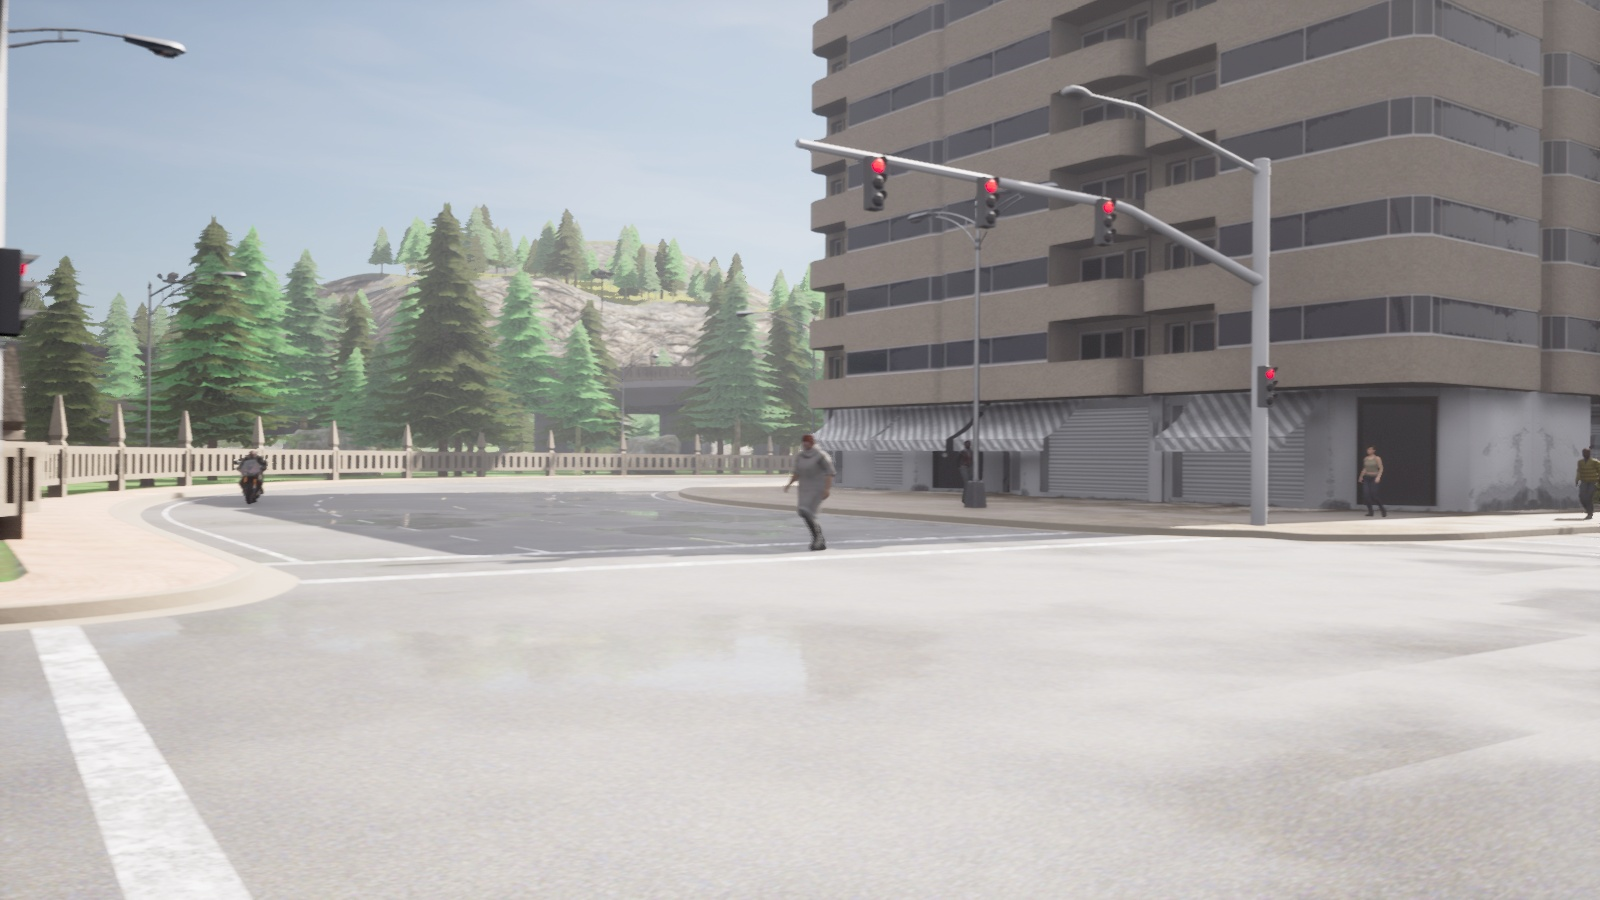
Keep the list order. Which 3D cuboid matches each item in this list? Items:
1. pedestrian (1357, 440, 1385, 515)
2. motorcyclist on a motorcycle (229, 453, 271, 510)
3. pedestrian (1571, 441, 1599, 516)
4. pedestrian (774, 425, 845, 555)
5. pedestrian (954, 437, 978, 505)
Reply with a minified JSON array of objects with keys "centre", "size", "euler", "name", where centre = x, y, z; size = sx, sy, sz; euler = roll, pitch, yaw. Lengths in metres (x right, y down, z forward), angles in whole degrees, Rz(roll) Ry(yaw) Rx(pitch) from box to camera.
[{"centre":[14.086,0.666,30.995],"size":[0.594,1.836,0.345],"euler":[0,0,-29],"name":"pedestrian"},{"centre":[-15.310,0.851,35.004],"size":[0.866,1.530,2.191],"euler":[1,0,-18],"name":"motorcyclist on a motorcycle"},{"centre":[19.387,0.700,30.921],"size":[0.726,1.835,0.370],"euler":[1,0,-29],"name":"pedestrian"},{"centre":[0.141,0.606,19.365],"size":[0.873,1.952,0.659],"euler":[1,0,-44],"name":"pedestrian"},{"centre":[4.791,0.600,36.172],"size":[0.402,1.930,0.666],"euler":[0,0,-22],"name":"pedestrian"}]
